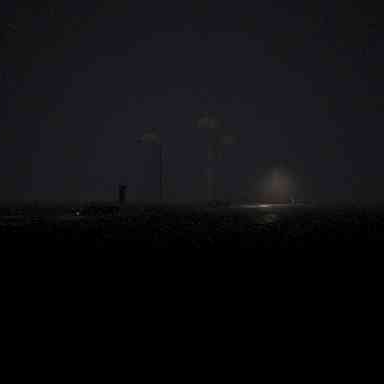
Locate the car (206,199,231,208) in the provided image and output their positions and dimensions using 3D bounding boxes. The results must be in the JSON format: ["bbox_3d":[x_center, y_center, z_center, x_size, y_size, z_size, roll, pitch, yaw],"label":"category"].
[{"bbox_3d":[4.234,1.789,52.423,2.033,1.411,5.357,1,0,35],"label":"car"}]

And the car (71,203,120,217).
[{"bbox_3d":[-9.481,1.719,33.210,1.895,1.301,4.718,1,0,36],"label":"car"}]
